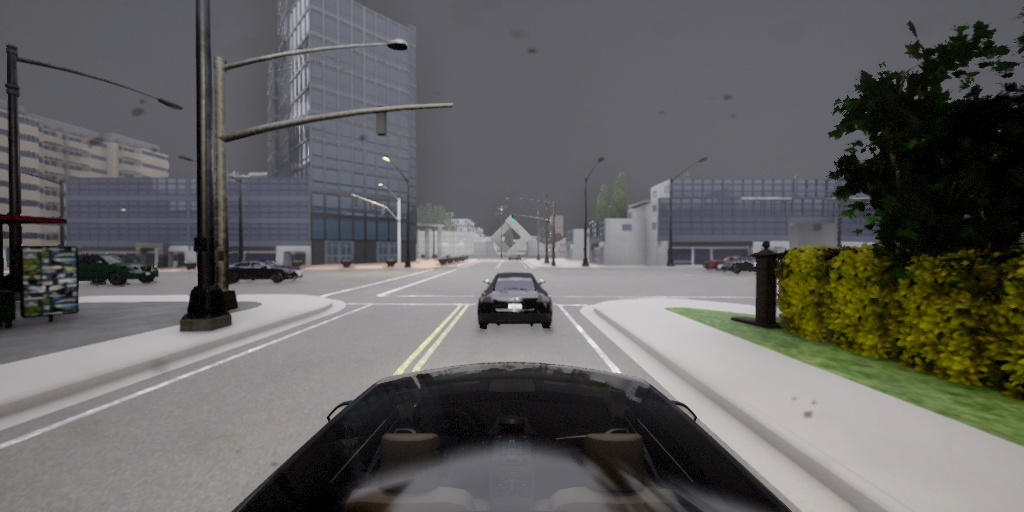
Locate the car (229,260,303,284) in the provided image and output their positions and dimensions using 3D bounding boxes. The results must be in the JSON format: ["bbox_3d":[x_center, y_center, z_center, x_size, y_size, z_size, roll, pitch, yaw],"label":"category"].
[{"bbox_3d":[-16.681,1.017,24.004,4.902,1.511,2.128,-1,1,0],"label":"car"}]

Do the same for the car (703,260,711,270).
[{"bbox_3d":[21.328,0.677,35.032,5.008,1.535,1.882,0,1,0],"label":"car"}]

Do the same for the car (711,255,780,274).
[{"bbox_3d":[20.720,0.744,31.520,4.902,1.511,2.128,0,1,0],"label":"car"}]

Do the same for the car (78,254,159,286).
[{"bbox_3d":[-27.073,0.872,23.910,5.566,2.045,2.150,-1,1,-1],"label":"car"}]

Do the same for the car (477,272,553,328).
[{"bbox_3d":[0.079,1.177,10.831,1.994,1.385,4.181,0,1,0],"label":"car"}]
